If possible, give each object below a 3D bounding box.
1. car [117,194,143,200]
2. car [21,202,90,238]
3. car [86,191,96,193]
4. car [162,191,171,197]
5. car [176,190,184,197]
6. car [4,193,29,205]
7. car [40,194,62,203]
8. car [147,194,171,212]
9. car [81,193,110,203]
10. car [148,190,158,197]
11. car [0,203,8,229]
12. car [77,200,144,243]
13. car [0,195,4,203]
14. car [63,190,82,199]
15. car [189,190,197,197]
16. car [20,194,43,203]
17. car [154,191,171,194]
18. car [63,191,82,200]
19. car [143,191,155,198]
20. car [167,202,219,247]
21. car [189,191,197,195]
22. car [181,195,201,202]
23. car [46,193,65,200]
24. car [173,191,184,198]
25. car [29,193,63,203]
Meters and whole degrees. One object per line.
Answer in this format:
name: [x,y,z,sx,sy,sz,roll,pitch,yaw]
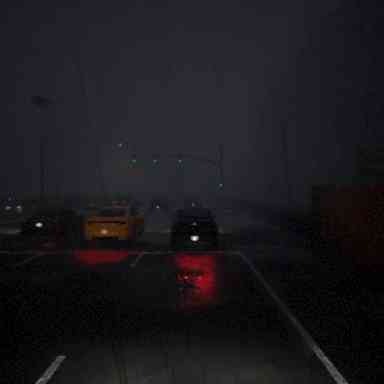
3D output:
car: [-6.897,1.096,35.743,2.097,1.767,4.553,0,0,0]
car: [-6.898,1.444,17.003,1.994,1.385,4.181,0,0,0]
car: [-20.836,0.687,68.064,2.097,1.767,4.553,0,1,0]
car: [-6.685,0.413,87.247,1.994,1.385,4.181,0,1,0]
car: [-3.185,0.338,87.218,1.882,1.535,5.008,0,1,0]
car: [-24.490,0.970,48.006,2.097,1.767,4.553,0,1,0]
car: [-24.416,1.065,57.867,1.994,1.385,4.181,0,1,0]
car: [-3.397,1.251,35.514,1.837,1.490,4.892,0,0,0]
car: [-10.397,1.210,37.365,1.882,1.535,5.008,0,0,0]
car: [-10.185,0.338,87.273,1.882,1.535,5.008,0,1,0]
car: [-10.413,1.424,14.600,1.812,1.442,4.674,0,0,0]
car: [-3.399,1.369,15.372,1.882,1.535,5.008,0,0,0]
car: [-27.990,1.182,47.996,1.994,1.385,4.181,0,1,0]
car: [-20.916,0.721,57.871,2.150,2.045,5.566,0,1,0]
car: [0.315,0.386,87.191,2.128,1.511,4.902,0,1,0]
car: [-27.915,1.063,58.060,1.994,1.385,4.181,0,1,0]
car: [-6.767,0.670,76.826,2.128,1.511,4.902,0,1,0]
car: [-24.337,0.690,67.929,2.097,1.767,4.553,0,1,0]
car: [-10.266,0.622,76.858,1.882,1.535,5.008,0,1,0]
car: [0.101,1.402,14.467,1.837,1.490,4.892,0,0,0]
car: [0.236,0.692,77.188,1.994,1.385,4.181,0,1,0]
car: [0.103,1.299,36.969,1.994,1.385,4.181,0,0,0]
car: [-27.835,0.926,68.150,1.895,1.301,4.718,0,1,0]
car: [-3.264,0.496,77.182,2.097,1.767,4.553,0,1,0]
car: [-20.990,0.970,47.989,2.097,1.767,4.553,0,1,0]
